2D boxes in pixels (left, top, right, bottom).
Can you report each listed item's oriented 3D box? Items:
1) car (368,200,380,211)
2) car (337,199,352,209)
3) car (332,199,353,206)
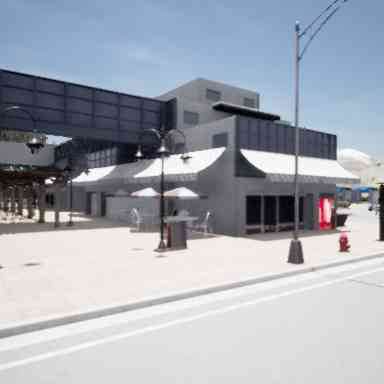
[{"bbox_3d":[26.152,1.914,46.013,3.806,1.475,1.970,1,0,-36],"label":"car"},{"bbox_3d":[22.143,1.833,51.034,5.027,1.636,2.152,1,0,-36],"label":"car"},{"bbox_3d":[31.390,2.163,69.163,4.514,1.523,2.007,1,0,-36],"label":"car"}]
